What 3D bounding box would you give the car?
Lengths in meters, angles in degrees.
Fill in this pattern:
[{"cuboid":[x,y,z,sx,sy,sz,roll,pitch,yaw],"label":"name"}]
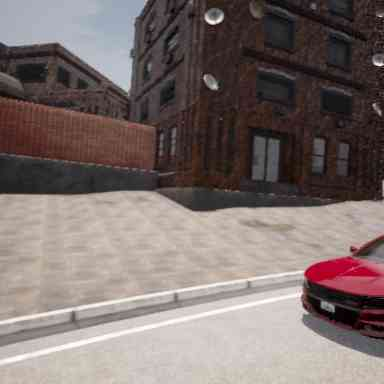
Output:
[{"cuboid":[4.292,1.492,6.208,5.008,1.535,1.882,0,-1,-27],"label":"car"}]
